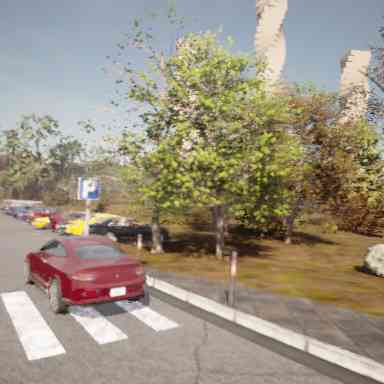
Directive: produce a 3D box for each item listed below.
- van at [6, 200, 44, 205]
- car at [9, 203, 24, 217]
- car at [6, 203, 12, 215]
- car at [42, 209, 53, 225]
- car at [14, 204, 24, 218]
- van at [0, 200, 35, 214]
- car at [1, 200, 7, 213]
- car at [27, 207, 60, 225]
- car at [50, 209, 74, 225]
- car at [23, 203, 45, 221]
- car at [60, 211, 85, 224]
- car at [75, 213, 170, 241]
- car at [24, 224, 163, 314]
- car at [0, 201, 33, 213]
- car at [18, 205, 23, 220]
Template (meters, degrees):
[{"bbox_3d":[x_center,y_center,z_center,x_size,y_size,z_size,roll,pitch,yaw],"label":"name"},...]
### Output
[{"bbox_3d":[-21.116,2.203,43.061,4.442,1.987,1.878,3,-2,-36],"label":"van"},{"bbox_3d":[-18.029,2.424,38.499,4.792,1.488,2.163,3,-2,-36],"label":"car"},{"bbox_3d":[-19.588,2.440,40.768,4.792,1.488,2.163,3,-2,-36],"label":"car"},{"bbox_3d":[-8.325,2.254,25.109,4.792,1.488,2.163,3,-2,-36],"label":"car"},{"bbox_3d":[-16.393,2.414,36.278,4.674,1.452,2.002,3,-2,-36],"label":"car"},{"bbox_3d":[-26.132,2.208,49.640,4.442,1.987,1.878,3,-2,-36],"label":"van"},{"bbox_3d":[-22.923,2.307,45.314,4.553,1.767,2.185,3,-2,-36],"label":"car"},{"bbox_3d":[-10.110,2.249,27.225,5.366,1.575,1.946,3,-2,-36],"label":"car"},{"bbox_3d":[-6.737,2.182,22.864,4.892,1.521,2.231,3,-3,-36],"label":"car"},{"bbox_3d":[-13.195,2.199,31.787,4.553,1.767,2.185,3,-2,-36],"label":"car"},{"bbox_3d":[-5.139,2.137,20.623,5.008,1.535,2.097,3,-3,-36],"label":"car"},{"bbox_3d":[-3.530,2.093,18.386,4.892,1.521,2.231,3,-3,-36],"label":"car"},{"bbox_3d":[-2.789,1.770,8.217,1.812,1.442,4.674,3,-2,-37],"label":"car"},{"bbox_3d":[-27.622,2.307,51.959,4.553,1.767,2.185,3,-1,-36],"label":"car"},{"bbox_3d":[-14.789,2.390,34.040,4.674,1.452,2.002,3,-2,-36],"label":"car"}]
